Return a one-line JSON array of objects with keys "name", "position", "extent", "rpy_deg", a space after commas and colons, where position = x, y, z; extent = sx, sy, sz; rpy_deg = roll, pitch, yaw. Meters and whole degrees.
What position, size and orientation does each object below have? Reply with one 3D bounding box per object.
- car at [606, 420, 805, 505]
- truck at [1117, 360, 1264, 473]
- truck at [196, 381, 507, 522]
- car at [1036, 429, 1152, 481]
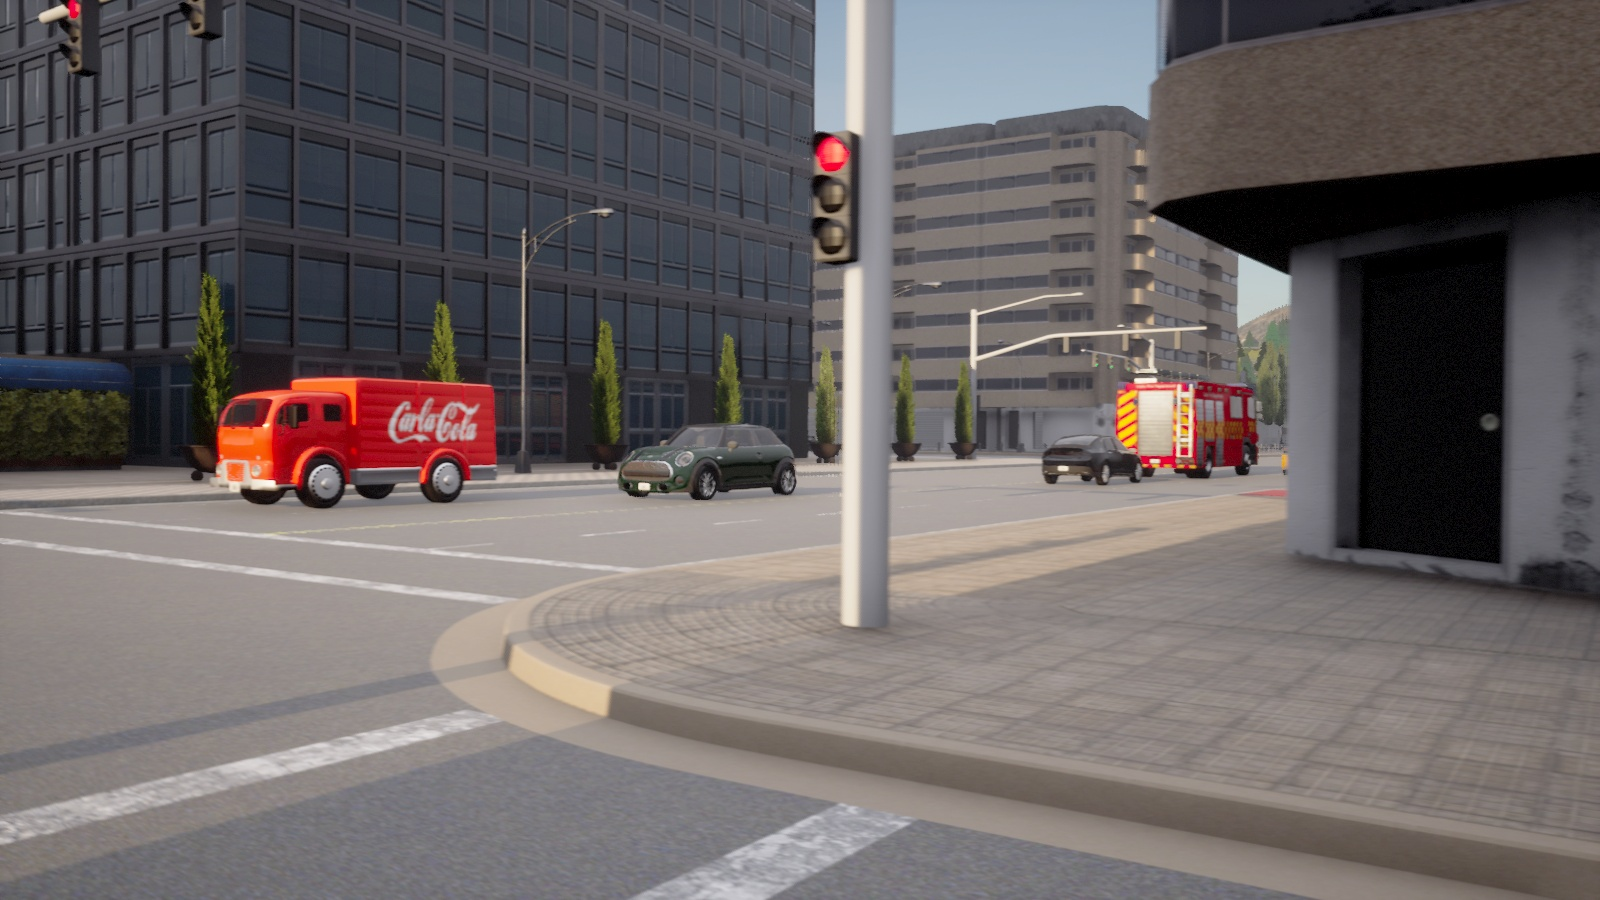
[{"name": "car", "position": [-2.030, 0.221, 28.345], "extent": [2.097, 1.767, 4.553], "rpy_deg": [0, 1, 34]}, {"name": "truck", "position": [14.702, -1.205, 46.752], "extent": [2.891, 3.827, 8.468], "rpy_deg": [0, 1, 34]}, {"name": "truck", "position": [-8.679, -0.015, 24.783], "extent": [2.627, 2.467, 5.204], "rpy_deg": [0, 1, 34]}, {"name": "car", "position": [9.091, 0.127, 38.490], "extent": [1.837, 1.490, 4.892], "rpy_deg": [0, 1, 34]}]
